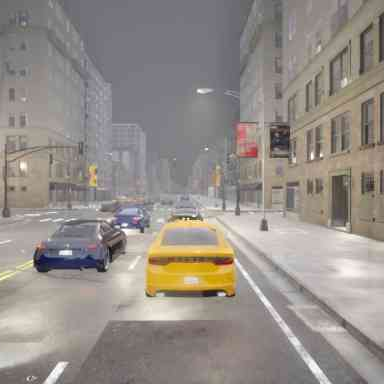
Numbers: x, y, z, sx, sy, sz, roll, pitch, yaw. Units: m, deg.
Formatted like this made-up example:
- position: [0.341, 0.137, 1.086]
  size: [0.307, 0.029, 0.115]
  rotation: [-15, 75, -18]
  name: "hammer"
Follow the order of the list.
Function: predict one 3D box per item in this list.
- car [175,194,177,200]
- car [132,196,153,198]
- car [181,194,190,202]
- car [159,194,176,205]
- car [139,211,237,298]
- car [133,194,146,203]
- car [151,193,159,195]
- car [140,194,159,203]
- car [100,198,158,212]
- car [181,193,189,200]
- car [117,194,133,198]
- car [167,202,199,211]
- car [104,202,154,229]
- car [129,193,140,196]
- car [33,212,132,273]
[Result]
- position: [-5.155, 1.382, 91.821]
  size: [2.097, 1.767, 4.553]
  rotation: [0, 0, -1]
  name: "car"
- position: [-7.641, 1.622, 51.108]
  size: [1.895, 1.301, 4.718]
  rotation: [0, 0, -1]
  name: "car"
- position: [-1.669, 1.378, 80.642]
  size: [2.097, 1.767, 4.553]
  rotation: [0, 0, -1]
  name: "car"
- position: [-4.387, 1.588, 60.042]
  size: [1.994, 1.385, 4.181]
  rotation: [0, 0, -1]
  name: "car"
- position: [-0.053, 1.479, 8.601]
  size: [1.882, 1.535, 5.008]
  rotation: [0, 0, -1]
  name: "car"
- position: [-11.220, 1.381, 71.070]
  size: [2.097, 1.767, 4.553]
  rotation: [0, 0, -1]
  name: "car"
- position: [-7.973, 1.251, 71.226]
  size: [2.150, 2.045, 5.566]
  rotation: [0, 0, -1]
  name: "car"
- position: [-7.810, 1.571, 60.751]
  size: [2.033, 1.411, 5.357]
  rotation: [0, 0, -1]
  name: "car"
- position: [-6.479, 1.554, 33.618]
  size: [5.357, 1.411, 2.033]
  rotation: [0, 0, -1]
  name: "car"
- position: [-1.880, 1.249, 90.643]
  size: [2.097, 1.767, 4.553]
  rotation: [0, 0, -1]
  name: "car"
- position: [-10.894, 1.499, 51.146]
  size: [1.882, 1.535, 5.008]
  rotation: [0, 0, -1]
  name: "car"
- position: [-0.353, 1.509, 18.082]
  size: [1.837, 1.490, 4.892]
  rotation: [0, 0, -1]
  name: "car"
- position: [-3.533, 1.531, 19.481]
  size: [1.812, 1.442, 4.674]
  rotation: [0, 0, -1]
  name: "car"
- position: [-11.069, 1.246, 61.081]
  size: [2.150, 2.045, 5.566]
  rotation: [0, 0, -1]
  name: "car"
- position: [-3.355, 1.566, 10.739]
  size: [1.994, 1.385, 4.181]
  rotation: [0, 0, -1]
  name: "car"
